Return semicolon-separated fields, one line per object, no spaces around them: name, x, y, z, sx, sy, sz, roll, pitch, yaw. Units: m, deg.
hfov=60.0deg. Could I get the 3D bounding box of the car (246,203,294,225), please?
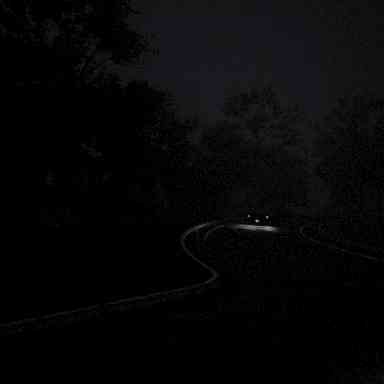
car;5.846;1.542;24.290;2.033;1.411;5.357;0;0;35
